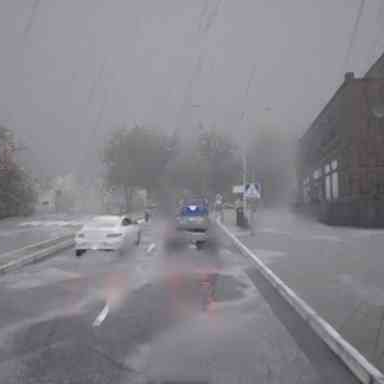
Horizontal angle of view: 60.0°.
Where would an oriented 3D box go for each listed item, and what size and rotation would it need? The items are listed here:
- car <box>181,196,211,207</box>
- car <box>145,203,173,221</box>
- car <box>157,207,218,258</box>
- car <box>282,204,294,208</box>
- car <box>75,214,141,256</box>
[{"bbox_3d":[0.328,1.363,28.080,2.150,2.045,5.566,-1,0,5],"label":"car"},{"bbox_3d":[-2.772,1.669,29.117,2.128,1.511,4.902,-1,0,6],"label":"car"},{"bbox_3d":[-0.023,1.599,13.280,2.128,1.511,4.902,0,0,0],"label":"car"},{"bbox_3d":[25.156,3.625,84.491,1.895,1.301,4.718,3,-5,-31],"label":"car"},{"bbox_3d":[-3.272,1.635,13.534,1.812,1.442,4.674,0,0,0],"label":"car"}]
